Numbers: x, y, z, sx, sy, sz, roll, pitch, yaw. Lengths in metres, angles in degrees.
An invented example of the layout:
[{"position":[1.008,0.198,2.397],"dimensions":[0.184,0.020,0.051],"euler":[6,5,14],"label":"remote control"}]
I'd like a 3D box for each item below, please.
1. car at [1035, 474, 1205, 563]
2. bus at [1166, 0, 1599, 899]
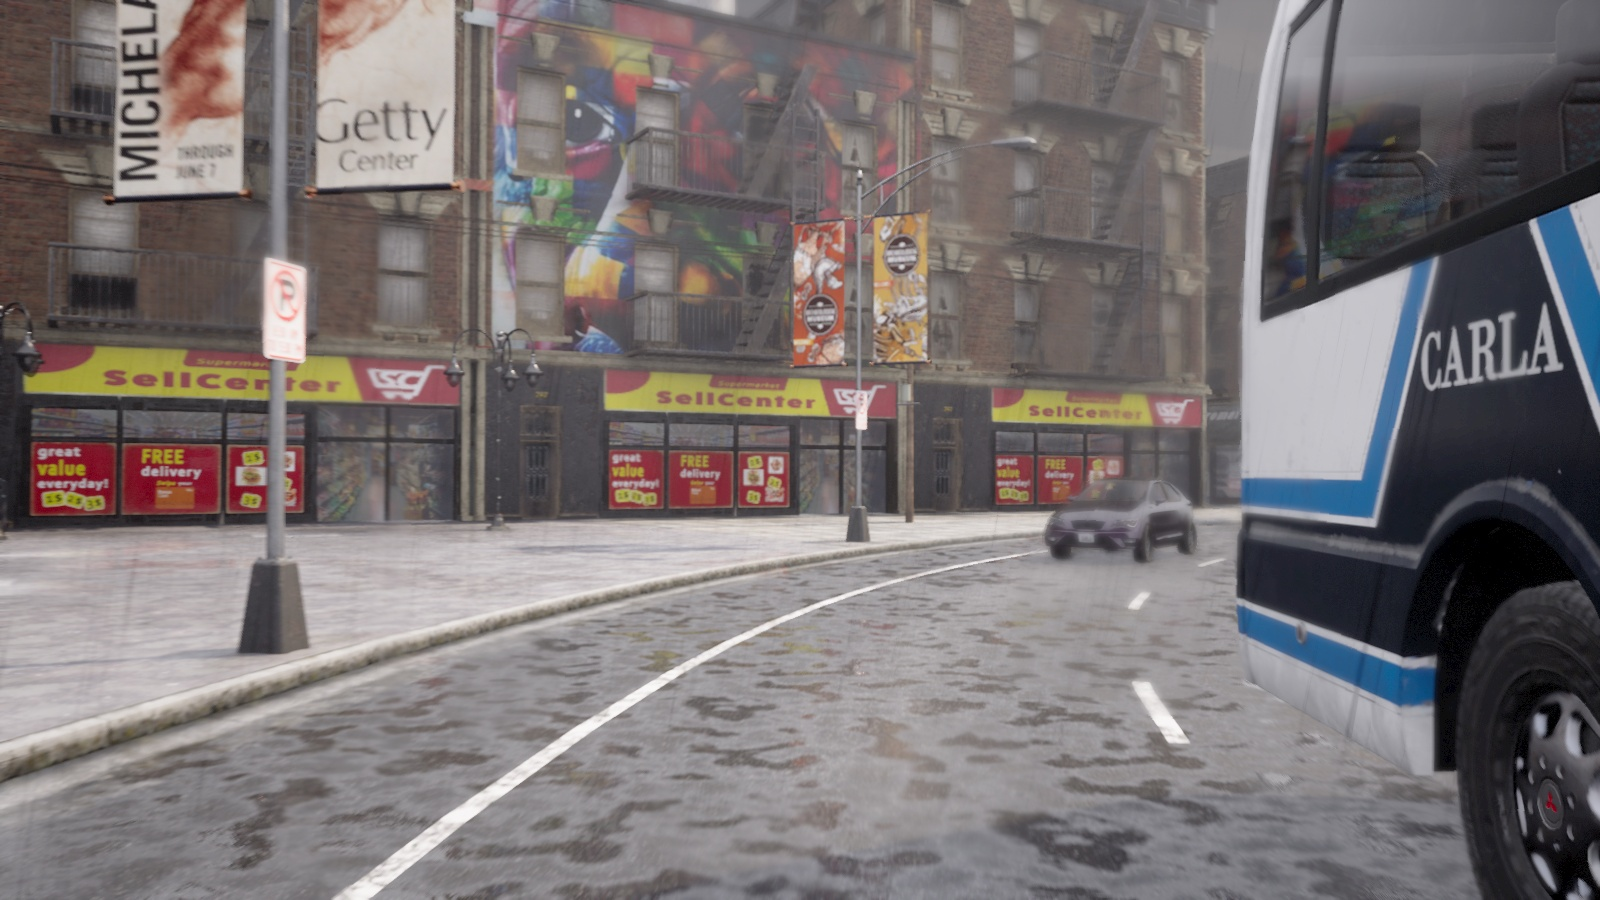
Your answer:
[{"position":[6.017,1.198,23.270],"dimensions":[1.816,1.474,4.193],"euler":[-1,-1,32],"label":"car"},{"position":[3.434,-0.559,0.874],"dimensions":[3.944,4.253,10.273],"euler":[0,-1,4],"label":"bus"}]
